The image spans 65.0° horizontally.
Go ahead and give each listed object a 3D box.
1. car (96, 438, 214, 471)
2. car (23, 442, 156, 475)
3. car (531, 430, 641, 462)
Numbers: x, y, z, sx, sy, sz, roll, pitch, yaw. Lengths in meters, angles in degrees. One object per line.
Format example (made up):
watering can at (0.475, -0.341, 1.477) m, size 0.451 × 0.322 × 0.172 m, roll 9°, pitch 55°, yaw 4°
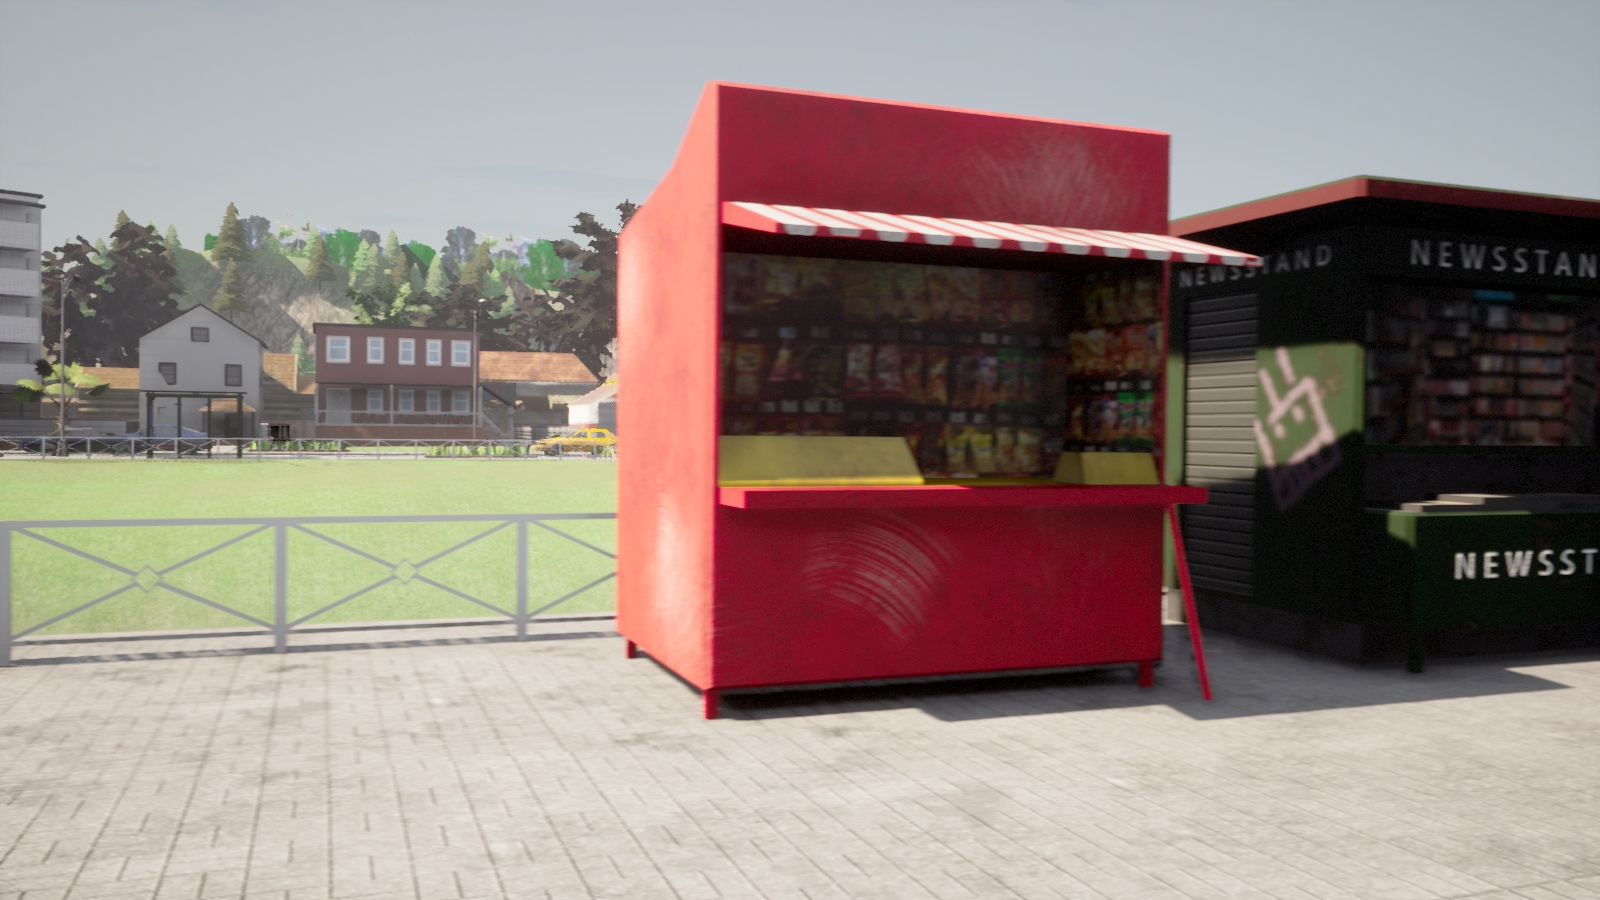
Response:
car at (-29.924, 0.197, 58.415) m, size 4.674 × 1.442 × 1.812 m, roll -1°, pitch 1°, yaw -21°
car at (-30.436, 0.350, 53.943) m, size 4.718 × 1.301 × 1.895 m, roll -1°, pitch 1°, yaw -21°
car at (-11.154, -0.209, 65.535) m, size 5.366 × 1.575 × 1.801 m, roll -1°, pitch 1°, yaw -21°
